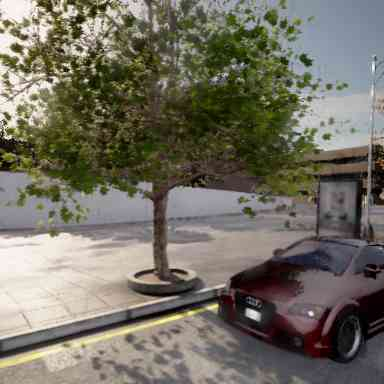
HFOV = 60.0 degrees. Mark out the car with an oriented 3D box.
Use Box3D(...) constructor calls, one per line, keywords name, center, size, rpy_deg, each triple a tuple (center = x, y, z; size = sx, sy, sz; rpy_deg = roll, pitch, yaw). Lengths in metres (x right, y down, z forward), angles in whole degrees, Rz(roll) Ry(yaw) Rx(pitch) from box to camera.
Box3D(name="car", center=(2.469, 1.516, 5.831), size=(4.181, 1.385, 1.994), rpy_deg=(-1, 0, -36))
